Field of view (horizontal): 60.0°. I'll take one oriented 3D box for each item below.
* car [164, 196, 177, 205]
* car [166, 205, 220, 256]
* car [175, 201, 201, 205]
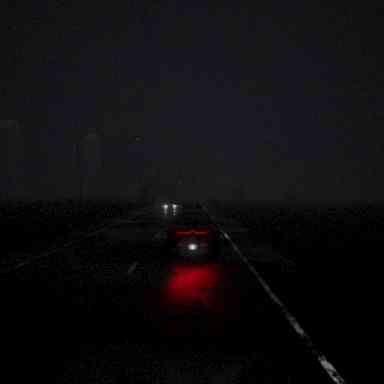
[{"bbox_3d":[-3.563,1.428,55.872,1.837,1.490,4.892,0,0,1],"label":"car"},{"bbox_3d":[0.042,1.493,13.038,1.837,1.490,4.892,0,0,1],"label":"car"},{"bbox_3d":[0.016,1.520,25.909,2.033,1.411,5.357,0,0,0],"label":"car"}]
